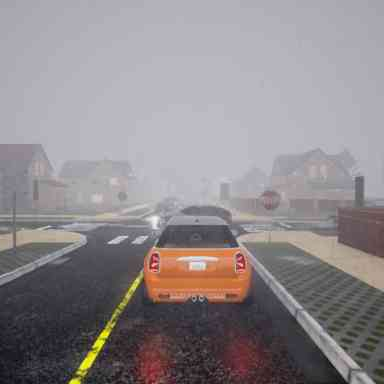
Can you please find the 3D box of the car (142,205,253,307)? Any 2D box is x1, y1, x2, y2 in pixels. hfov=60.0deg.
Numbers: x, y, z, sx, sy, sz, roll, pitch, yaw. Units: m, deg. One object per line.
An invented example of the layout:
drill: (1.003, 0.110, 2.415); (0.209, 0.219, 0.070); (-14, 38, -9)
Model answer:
car: (0.100, 1.352, 8.126); (2.097, 1.767, 4.553); (0, 0, 0)

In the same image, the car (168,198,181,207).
car: (-2.842, 1.668, 55.245); (1.812, 1.442, 4.674); (0, 0, 0)

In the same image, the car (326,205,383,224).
car: (12.288, 1.633, 23.126); (5.357, 1.411, 2.033); (0, 0, 0)

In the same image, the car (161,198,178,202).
car: (-2.852, 1.651, 35.102); (1.895, 1.301, 4.718); (0, 0, 0)

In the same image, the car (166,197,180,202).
car: (-2.846, 1.443, 45.017); (2.097, 1.767, 4.553); (0, 0, 0)

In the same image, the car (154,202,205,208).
car: (0.215, 1.534, 20.111); (4.892, 1.490, 1.837); (1, -1, -35)
